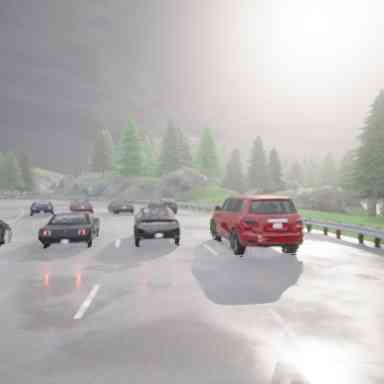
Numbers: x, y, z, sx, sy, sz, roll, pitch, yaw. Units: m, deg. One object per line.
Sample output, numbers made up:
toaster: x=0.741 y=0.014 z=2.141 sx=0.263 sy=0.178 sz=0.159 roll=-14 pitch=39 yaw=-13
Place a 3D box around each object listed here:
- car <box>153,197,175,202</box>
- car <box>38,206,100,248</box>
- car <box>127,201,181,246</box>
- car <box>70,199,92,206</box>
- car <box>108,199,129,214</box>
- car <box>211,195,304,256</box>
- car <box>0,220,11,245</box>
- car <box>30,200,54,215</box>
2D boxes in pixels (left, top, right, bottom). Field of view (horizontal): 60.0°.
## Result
car: x=-2.771 y=1.283 z=31.210 sx=1.837 sy=1.490 sz=4.892 roll=0 pitch=0 yaw=-21
car: x=-5.094 y=1.512 z=14.414 sx=1.895 sy=1.301 sz=4.718 roll=0 pitch=0 yaw=-11
car: x=-1.677 y=1.387 z=14.791 sx=2.128 sy=1.511 sz=4.902 roll=0 pitch=0 yaw=-11
car: x=-10.837 y=1.363 z=32.422 sx=1.994 sy=1.385 sz=4.181 roll=0 pitch=0 yaw=-23
car: x=-6.908 y=1.351 z=32.102 sx=1.994 sy=1.385 sz=4.181 roll=0 pitch=0 yaw=-23
car: x=2.251 y=1.116 z=12.938 sx=2.150 sy=2.045 sz=5.566 roll=0 pitch=0 yaw=-9
car: x=-8.240 y=1.445 z=12.053 sx=1.837 sy=1.490 sz=4.892 roll=0 pitch=0 yaw=-9
car: x=-13.833 y=1.424 z=30.749 sx=1.895 sy=1.301 sz=4.718 roll=0 pitch=0 yaw=-23
